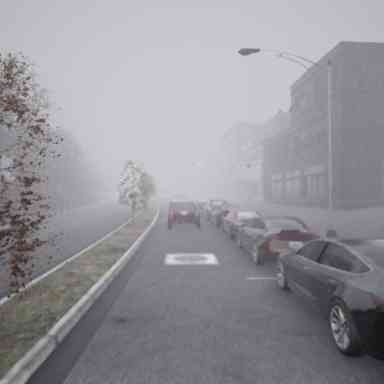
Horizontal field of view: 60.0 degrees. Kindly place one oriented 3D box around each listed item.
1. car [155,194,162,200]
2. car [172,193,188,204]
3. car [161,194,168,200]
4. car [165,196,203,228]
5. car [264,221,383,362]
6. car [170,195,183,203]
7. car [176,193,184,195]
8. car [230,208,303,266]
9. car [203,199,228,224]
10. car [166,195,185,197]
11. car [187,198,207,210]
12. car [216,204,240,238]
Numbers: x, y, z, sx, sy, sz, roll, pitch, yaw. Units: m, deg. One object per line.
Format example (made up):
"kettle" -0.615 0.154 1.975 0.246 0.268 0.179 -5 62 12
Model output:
"car" -8.511 1.424 94.316 1.946 1.575 5.366 0 0 -15
"car" -2.426 1.299 67.106 2.435 2.045 5.566 0 0 -10
"car" -5.790 1.479 83.639 1.946 1.575 5.366 0 0 -13
"car" -0.613 1.404 23.025 2.097 1.767 4.553 0 0 -3
"car" 3.005 1.529 6.082 2.163 1.488 4.792 0 0 -1
"car" -3.410 1.534 72.567 2.231 1.521 4.892 0 0 -10
"car" -1.541 1.558 61.769 1.946 1.575 5.366 0 0 -8
"car" 2.873 1.543 11.766 2.163 1.488 4.792 0 0 -1
"car" 2.075 1.421 28.378 2.185 1.767 4.553 0 0 -3
"car" -2.040 1.553 41.499 1.882 1.535 5.008 0 0 -6
"car" 0.609 1.565 45.021 2.097 1.535 5.008 0 0 -6
"car" 2.673 1.566 17.291 2.002 1.452 4.674 0 0 -2
